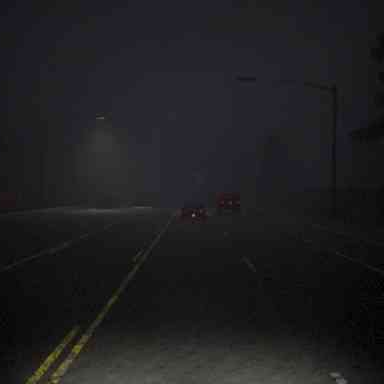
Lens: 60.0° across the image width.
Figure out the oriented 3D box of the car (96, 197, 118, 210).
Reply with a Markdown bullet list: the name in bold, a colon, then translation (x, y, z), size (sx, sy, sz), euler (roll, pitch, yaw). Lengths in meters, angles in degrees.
- **car**: translation (-10.539, 1.378, 41.427), size (1.837, 1.490, 4.892), euler (0, 0, 0)

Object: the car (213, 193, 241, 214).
- **car**: translation (3.627, 1.126, 33.871), size (2.150, 2.045, 5.566), euler (0, 0, 0)

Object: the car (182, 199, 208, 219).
- **car**: translation (0.122, 1.521, 28.063), size (1.895, 1.301, 4.718), euler (0, 0, 0)

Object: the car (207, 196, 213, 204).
- **car**: translation (3.648, 1.362, 59.032), size (1.812, 1.442, 4.674), euler (0, 0, 0)

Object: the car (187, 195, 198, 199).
- **car**: translation (0.146, 1.305, 60.749), size (1.882, 1.535, 5.008), euler (0, 0, 0)

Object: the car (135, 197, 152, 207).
- **car**: translation (-7.017, 1.402, 48.525), size (2.033, 1.411, 5.357), euler (0, 0, 1)
